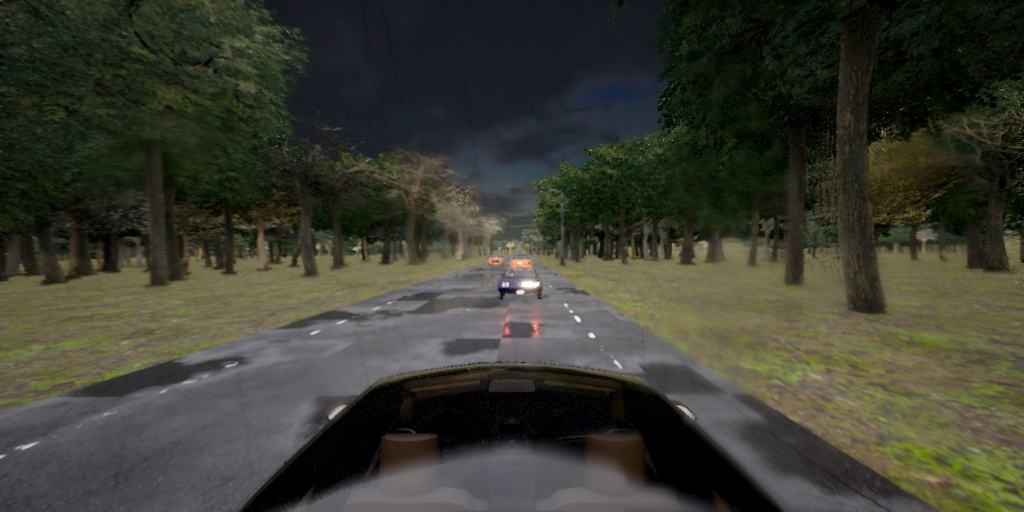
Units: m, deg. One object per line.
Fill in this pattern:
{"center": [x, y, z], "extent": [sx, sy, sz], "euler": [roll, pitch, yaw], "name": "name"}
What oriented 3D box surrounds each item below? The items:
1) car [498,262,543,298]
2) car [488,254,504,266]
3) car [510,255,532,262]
{"center": [0.403, 1.156, 16.808], "extent": [1.895, 1.301, 4.718], "euler": [-1, 1, 2], "name": "car"}
{"center": [-2.277, 0.470, 52.068], "extent": [2.097, 1.767, 4.553], "euler": [-1, 1, 1], "name": "car"}
{"center": [0.894, 0.648, 35.707], "extent": [2.097, 1.767, 4.553], "euler": [-1, 1, 2], "name": "car"}
